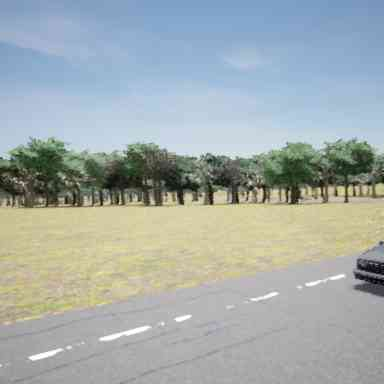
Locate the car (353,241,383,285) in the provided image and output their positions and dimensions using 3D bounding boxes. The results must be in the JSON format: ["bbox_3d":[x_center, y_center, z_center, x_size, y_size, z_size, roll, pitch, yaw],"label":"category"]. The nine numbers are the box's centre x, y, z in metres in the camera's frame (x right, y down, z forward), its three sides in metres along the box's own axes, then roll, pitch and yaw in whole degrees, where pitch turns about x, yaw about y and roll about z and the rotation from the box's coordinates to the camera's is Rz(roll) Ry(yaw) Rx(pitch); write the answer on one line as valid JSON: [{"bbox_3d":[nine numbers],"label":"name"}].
[{"bbox_3d":[6.334,1.541,8.512,5.357,1.411,2.033,0,0,-36],"label":"car"}]
